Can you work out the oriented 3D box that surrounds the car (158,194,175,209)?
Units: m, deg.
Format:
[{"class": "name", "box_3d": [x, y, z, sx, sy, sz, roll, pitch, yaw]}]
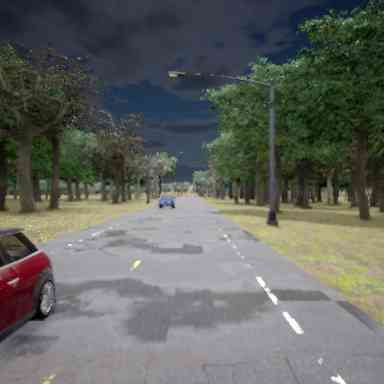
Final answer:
[{"class": "car", "box_3d": [-3.581, 1.350, 48.005, 2.150, 2.045, 5.566, 0, -1, 0]}]

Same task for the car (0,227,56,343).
[{"class": "car", "box_3d": [-3.600, 1.365, 4.332, 2.097, 1.767, 4.553, 0, 0, 0]}]
